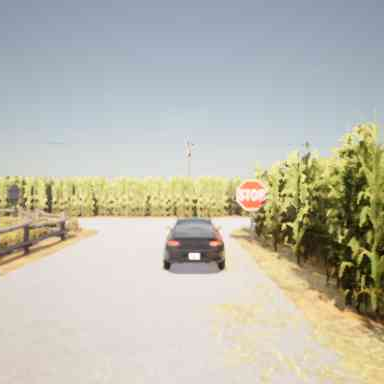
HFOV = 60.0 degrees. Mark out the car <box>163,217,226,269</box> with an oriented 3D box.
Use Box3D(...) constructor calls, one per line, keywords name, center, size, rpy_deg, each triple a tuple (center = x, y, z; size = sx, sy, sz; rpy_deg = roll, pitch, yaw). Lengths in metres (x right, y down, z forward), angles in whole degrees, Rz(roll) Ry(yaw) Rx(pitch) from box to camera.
Box3D(name="car", center=(0.074, 1.563, 11.169), size=(1.812, 1.442, 4.674), rpy_deg=(0, -1, 0))
